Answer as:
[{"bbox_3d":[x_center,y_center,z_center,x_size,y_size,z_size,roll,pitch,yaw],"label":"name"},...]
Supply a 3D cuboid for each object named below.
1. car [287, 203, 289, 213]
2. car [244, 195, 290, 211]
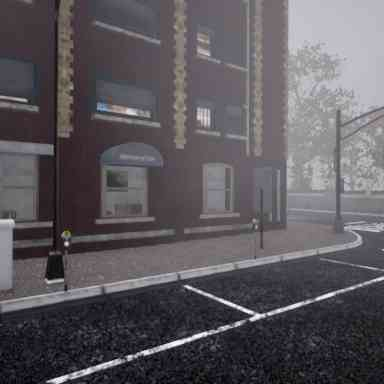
[{"bbox_3d":[6.048,1.195,28.535,1.812,1.442,4.674,0,1,-36],"label":"car"},{"bbox_3d":[7.993,1.135,35.709,1.752,1.417,4.829,1,0,-36],"label":"car"}]
